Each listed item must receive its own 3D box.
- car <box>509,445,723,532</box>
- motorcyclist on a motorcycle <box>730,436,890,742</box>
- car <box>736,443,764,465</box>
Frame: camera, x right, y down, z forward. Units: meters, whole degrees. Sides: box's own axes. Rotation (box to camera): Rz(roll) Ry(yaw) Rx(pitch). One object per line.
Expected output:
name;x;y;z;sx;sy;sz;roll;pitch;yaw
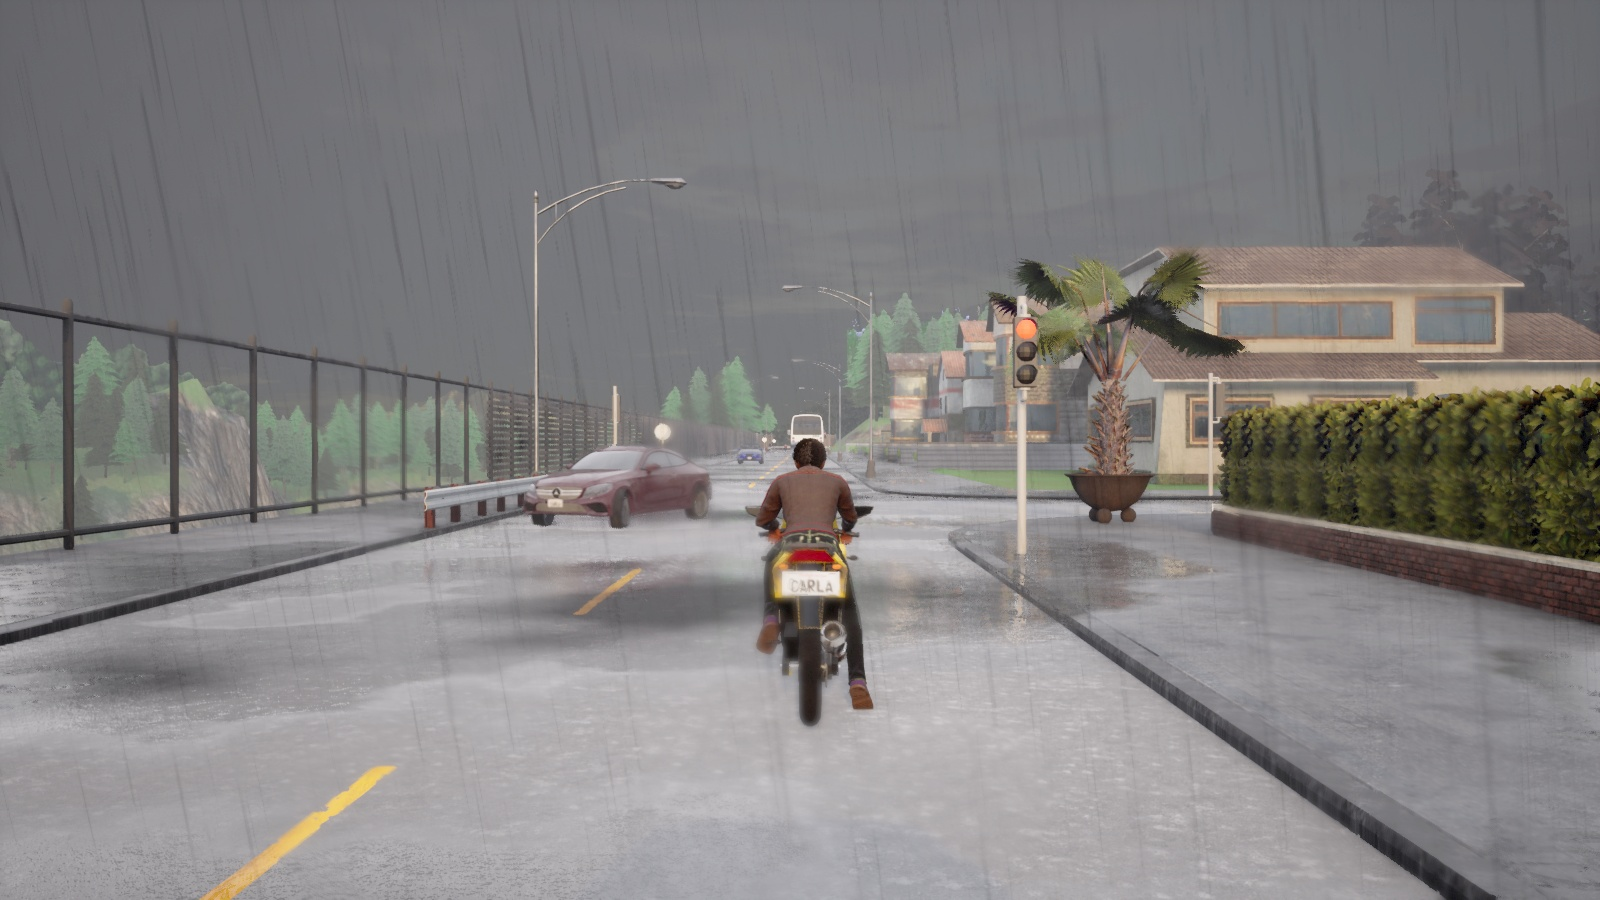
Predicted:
car;-3.286;0.637;23.507;1.812;1.442;4.674;0;0;23
motorcyclist on a motorcycle;0.056;0.688;7.269;0.797;1.523;2.044;0;0;0
car;-3.488;0.257;88.592;1.816;1.474;4.193;0;0;0
